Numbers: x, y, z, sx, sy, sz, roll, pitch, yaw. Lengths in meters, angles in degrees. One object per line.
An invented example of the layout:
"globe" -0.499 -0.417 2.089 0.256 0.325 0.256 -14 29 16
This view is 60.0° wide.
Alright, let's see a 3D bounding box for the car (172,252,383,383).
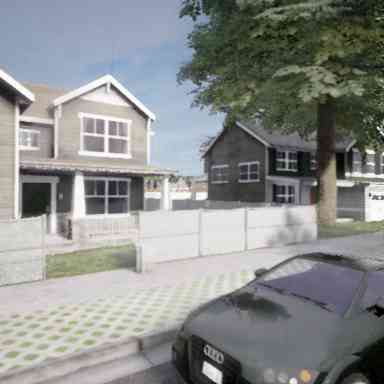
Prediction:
"car" 1.826 1.558 4.355 4.181 1.385 1.994 0 0 -35
